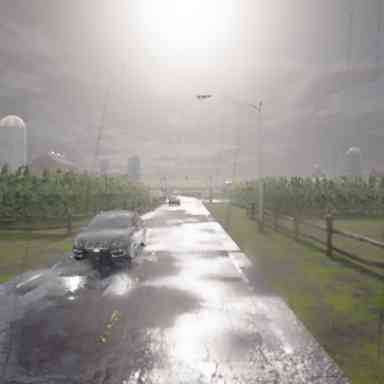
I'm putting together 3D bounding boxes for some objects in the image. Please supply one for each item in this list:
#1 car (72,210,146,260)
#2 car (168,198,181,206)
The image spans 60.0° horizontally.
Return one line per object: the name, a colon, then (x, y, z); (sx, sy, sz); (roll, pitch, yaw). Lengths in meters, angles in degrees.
car: (-2.854, 1.491, 12.362); (1.837, 1.490, 4.892); (0, 0, 0)
car: (-2.828, 1.584, 53.899); (1.895, 1.301, 4.718); (0, 0, 0)
